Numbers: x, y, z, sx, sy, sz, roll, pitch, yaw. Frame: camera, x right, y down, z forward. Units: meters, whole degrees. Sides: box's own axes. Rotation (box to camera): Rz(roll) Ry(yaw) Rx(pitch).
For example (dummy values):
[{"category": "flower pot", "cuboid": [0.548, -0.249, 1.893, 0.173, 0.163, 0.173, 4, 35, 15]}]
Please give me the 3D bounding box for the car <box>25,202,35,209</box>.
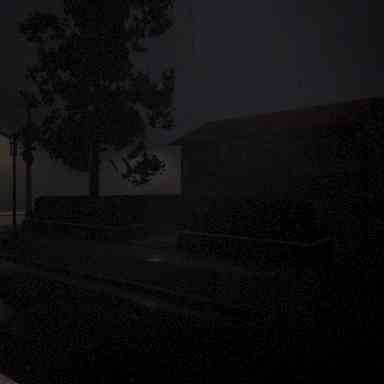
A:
[{"category": "car", "cuboid": [-19.444, 1.524, 43.811, 1.812, 1.442, 4.674, 0, 0, 36]}]
